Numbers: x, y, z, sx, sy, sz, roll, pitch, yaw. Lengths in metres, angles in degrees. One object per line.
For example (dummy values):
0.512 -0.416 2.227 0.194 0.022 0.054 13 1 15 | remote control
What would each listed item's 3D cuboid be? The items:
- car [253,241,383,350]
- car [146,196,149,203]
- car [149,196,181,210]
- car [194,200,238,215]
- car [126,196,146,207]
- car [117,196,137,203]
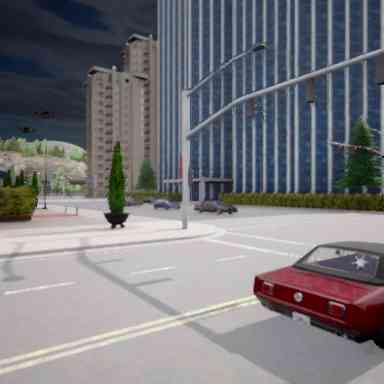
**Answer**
3.438 1.599 6.221 4.718 1.301 1.895 0 0 -35 | car
-7.273 1.485 59.903 2.128 1.511 4.902 0 0 -36 | car
-3.233 1.521 42.066 1.812 1.442 4.674 0 0 -36 | car
2.359 1.542 34.317 2.033 1.411 5.357 0 0 -36 | car
-9.446 1.347 50.658 2.097 1.767 4.553 0 0 -36 | car
-13.429 1.506 68.305 2.128 1.511 4.902 0 0 -36 | car
